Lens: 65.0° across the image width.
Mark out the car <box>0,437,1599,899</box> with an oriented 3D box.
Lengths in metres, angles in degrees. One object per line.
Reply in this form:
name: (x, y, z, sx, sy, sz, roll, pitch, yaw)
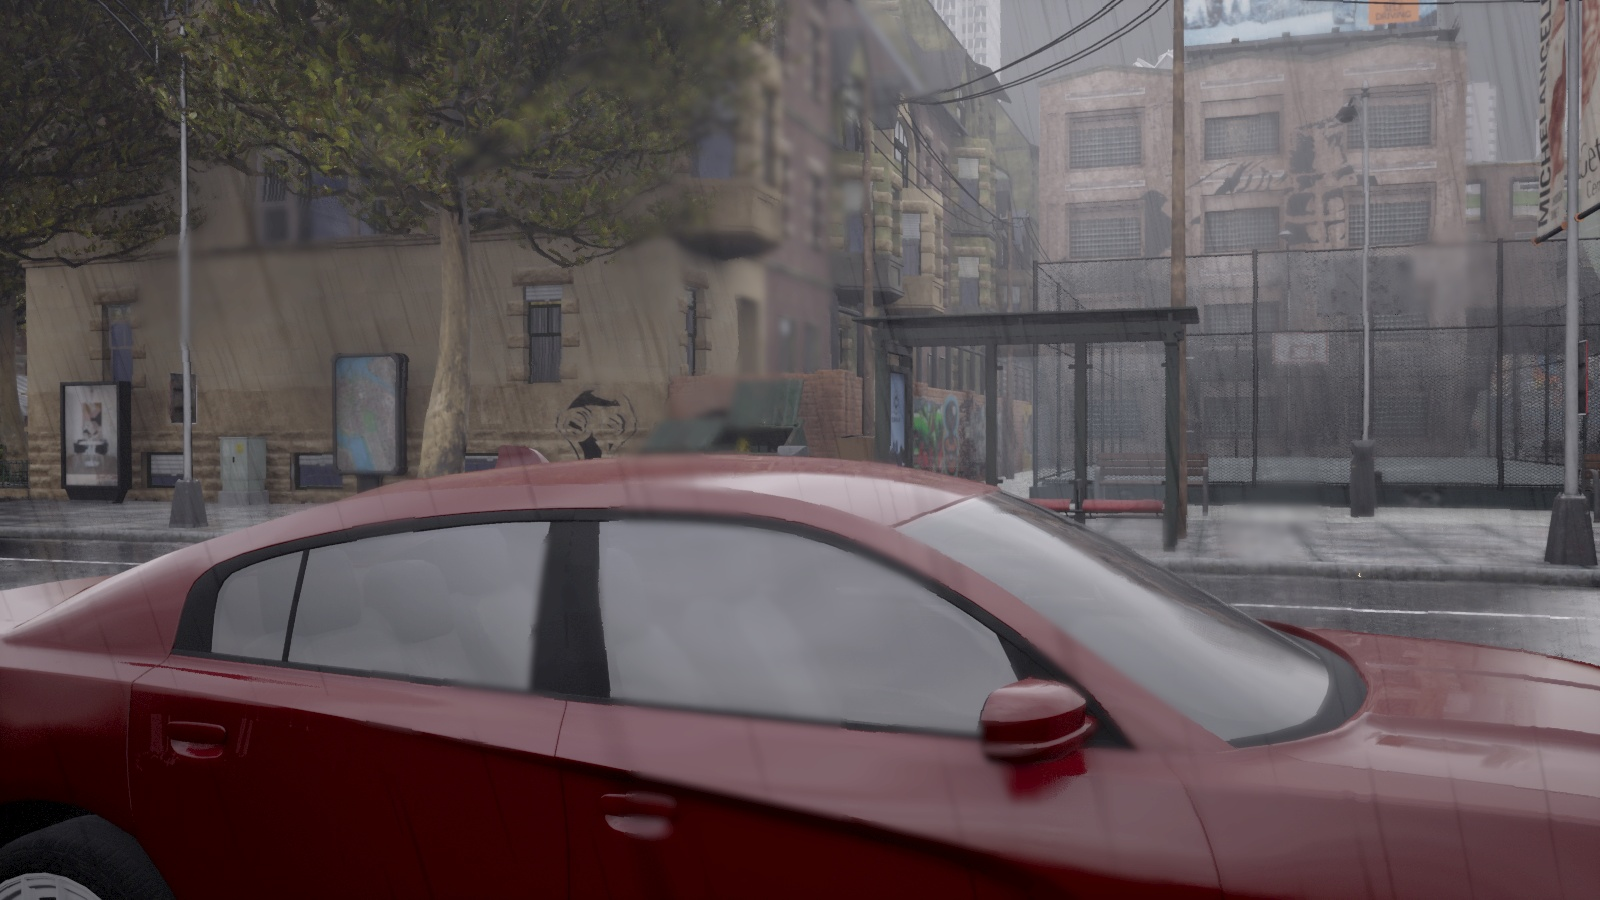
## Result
car: (0.026, 0.754, 3.152, 5.008, 1.535, 1.882, 1, 1, 18)
